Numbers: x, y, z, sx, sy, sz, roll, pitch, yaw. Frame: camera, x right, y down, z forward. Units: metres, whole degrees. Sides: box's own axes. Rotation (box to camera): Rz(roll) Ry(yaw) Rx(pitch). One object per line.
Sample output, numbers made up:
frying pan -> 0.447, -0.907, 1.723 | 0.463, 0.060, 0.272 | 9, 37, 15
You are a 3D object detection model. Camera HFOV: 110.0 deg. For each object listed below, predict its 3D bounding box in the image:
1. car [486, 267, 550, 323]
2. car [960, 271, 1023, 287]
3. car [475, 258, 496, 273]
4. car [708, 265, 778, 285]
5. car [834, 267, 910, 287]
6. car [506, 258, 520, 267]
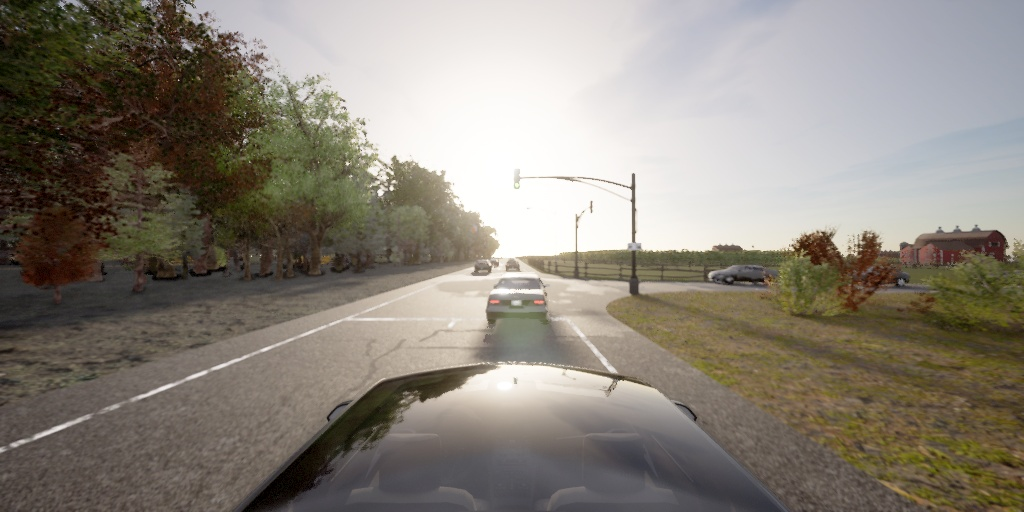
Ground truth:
car -> 0.293, 1.284, 12.003 | 2.033, 1.411, 5.357 | 0, 0, 4
car -> 38.161, 1.783, 27.925 | 4.718, 1.301, 1.895 | 1, -1, 0
car -> -3.416, 1.181, 43.301 | 2.128, 1.511, 4.902 | 0, 0, 0
car -> 17.992, 1.453, 28.038 | 4.902, 1.511, 2.128 | 1, -1, 1
car -> 27.977, 1.575, 27.974 | 4.892, 1.490, 1.837 | 1, -1, 0
car -> 0.082, 1.279, 50.131 | 1.895, 1.301, 4.718 | 0, 0, 0
